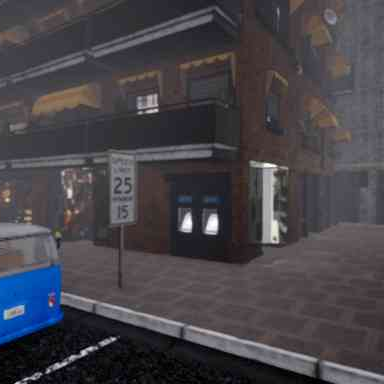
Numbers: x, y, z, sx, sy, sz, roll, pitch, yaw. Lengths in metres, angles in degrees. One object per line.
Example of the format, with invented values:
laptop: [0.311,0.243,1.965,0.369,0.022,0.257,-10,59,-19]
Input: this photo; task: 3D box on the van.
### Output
van: [-3.887,1.360,5.418,3.998,1.788,1.690,0,1,33]
